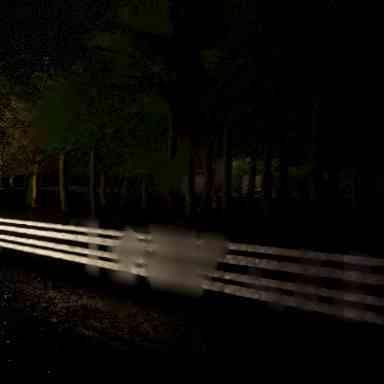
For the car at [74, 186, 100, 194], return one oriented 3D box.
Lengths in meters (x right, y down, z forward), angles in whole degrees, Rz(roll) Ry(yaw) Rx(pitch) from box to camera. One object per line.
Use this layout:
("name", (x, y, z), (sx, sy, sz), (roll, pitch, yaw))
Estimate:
("car", (-19.459, -0.340, 61.538), (4.792, 1.488, 2.163), (1, 1, 0))
